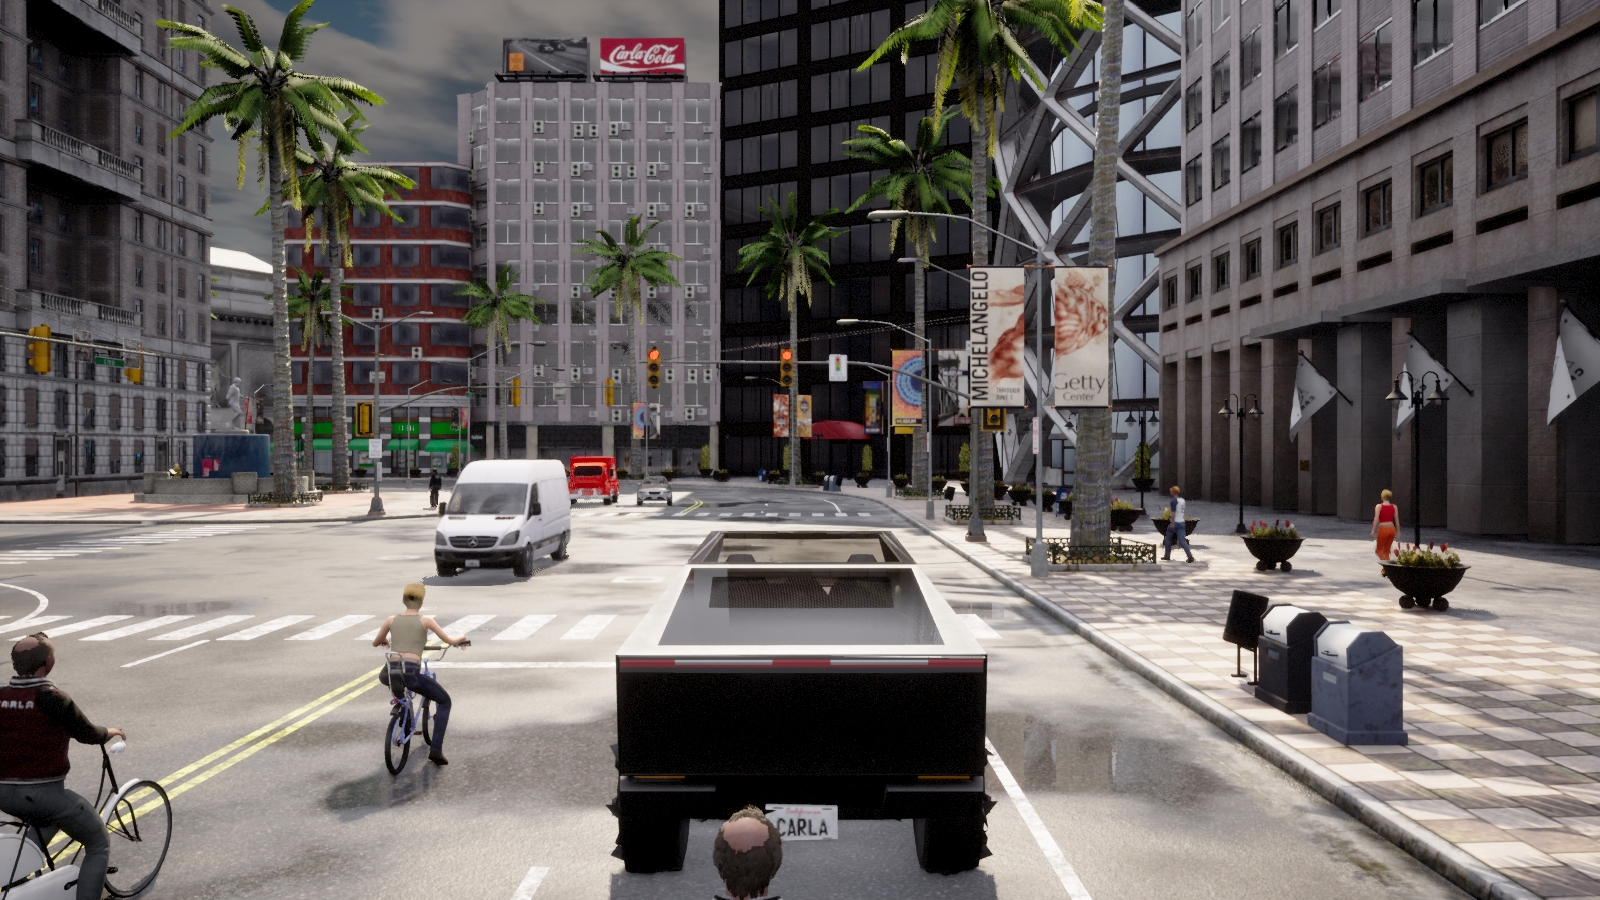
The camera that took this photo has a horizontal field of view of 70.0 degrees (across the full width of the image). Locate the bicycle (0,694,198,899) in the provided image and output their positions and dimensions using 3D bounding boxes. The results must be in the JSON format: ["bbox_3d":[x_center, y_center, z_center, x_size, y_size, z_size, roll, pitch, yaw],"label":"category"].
[{"bbox_3d":[-4.243,2.210,6.662,0.329,1.171,1.835,0,0,6],"label":"bicycle"}]

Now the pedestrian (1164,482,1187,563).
[{"bbox_3d":[8.838,1.694,26.898,0.375,1.860,0.375,0,0,-32],"label":"pedestrian"}]

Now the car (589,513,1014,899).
[{"bbox_3d":[0.011,1.753,9.550,2.390,2.098,6.274,0,0,0],"label":"car"}]

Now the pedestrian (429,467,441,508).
[{"bbox_3d":[-16.525,1.696,51.668,0.375,1.860,0.375,0,0,41],"label":"pedestrian"}]

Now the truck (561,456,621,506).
[{"bbox_3d":[-10.821,1.568,59.475,2.627,2.467,5.204,0,0,-5],"label":"truck"}]

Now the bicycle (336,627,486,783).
[{"bbox_3d":[-3.473,2.256,10.347,0.859,1.080,1.487,0,0,0],"label":"bicycle"}]

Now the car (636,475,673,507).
[{"bbox_3d":[-7.460,2.066,58.811,1.816,1.474,4.193,0,0,-7],"label":"car"}]

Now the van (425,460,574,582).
[{"bbox_3d":[-6.979,1.535,27.250,1.988,2.561,5.915,0,0,0],"label":"van"}]

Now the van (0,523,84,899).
[{"bbox_3d":[-3.501,1.534,1.043,1.988,2.561,5.915,0,0,0],"label":"van"}]

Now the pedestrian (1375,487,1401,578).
[{"bbox_3d":[12.156,1.704,23.628,0.375,1.860,0.375,0,0,5],"label":"pedestrian"}]

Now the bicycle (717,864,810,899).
[{"bbox_3d":[-0.147,2.210,3.549,0.329,1.171,1.835,0,0,1],"label":"bicycle"}]
